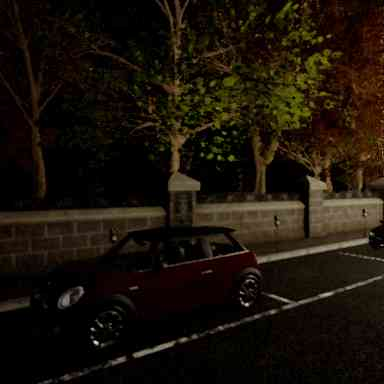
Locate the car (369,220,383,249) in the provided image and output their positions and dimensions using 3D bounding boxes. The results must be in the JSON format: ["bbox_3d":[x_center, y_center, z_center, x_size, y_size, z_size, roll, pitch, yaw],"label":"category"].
[{"bbox_3d":[8.336,1.412,12.452,4.403,1.369,2.008,-1,1,-35],"label":"car"}]

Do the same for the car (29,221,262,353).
[{"bbox_3d":[-0.692,1.411,6.035,4.097,1.590,1.967,-1,1,-35],"label":"car"}]
